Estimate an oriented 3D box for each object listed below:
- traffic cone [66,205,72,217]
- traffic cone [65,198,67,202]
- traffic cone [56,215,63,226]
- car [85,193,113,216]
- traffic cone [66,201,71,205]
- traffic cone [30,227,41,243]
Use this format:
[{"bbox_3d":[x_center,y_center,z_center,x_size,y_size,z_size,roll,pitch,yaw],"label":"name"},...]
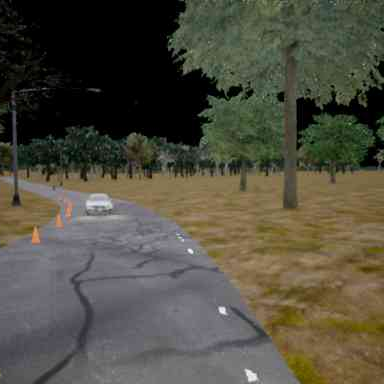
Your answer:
[{"bbox_3d":[-8.357,1.372,22.455,0.340,0.580,0.340,-1,2,-17],"label":"traffic cone"},{"bbox_3d":[-11.637,1.023,31.563,0.340,0.580,0.340,-1,3,-23],"label":"traffic cone"},{"bbox_3d":[-7.108,1.525,17.775,0.340,0.580,0.340,-1,2,-13],"label":"traffic cone"},{"bbox_3d":[-6.954,0.847,24.809,1.812,1.442,4.674,-1,2,-18],"label":"car"},{"bbox_3d":[-9.868,1.204,27.056,0.340,0.580,0.340,-1,2,-20],"label":"traffic cone"},{"bbox_3d":[-6.125,1.663,13.031,0.340,0.580,0.340,-1,2,-10],"label":"traffic cone"}]
